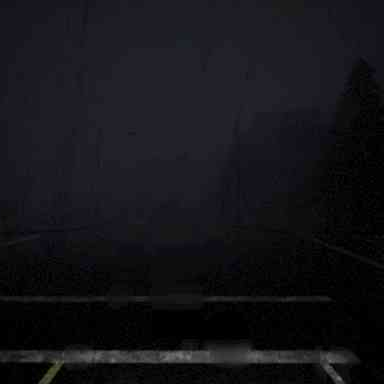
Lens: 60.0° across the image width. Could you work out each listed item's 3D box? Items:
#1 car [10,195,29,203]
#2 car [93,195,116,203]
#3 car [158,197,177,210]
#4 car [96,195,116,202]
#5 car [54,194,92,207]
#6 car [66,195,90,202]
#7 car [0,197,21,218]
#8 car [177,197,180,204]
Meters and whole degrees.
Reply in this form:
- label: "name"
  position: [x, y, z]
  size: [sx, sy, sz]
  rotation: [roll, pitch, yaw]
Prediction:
- label: "car"
  position: [-35.060, 1.288, 66.410]
  size: [4.605, 1.855, 1.932]
  rotation: [0, 0, 0]
- label: "car"
  position: [-17.675, 1.336, 63.275]
  size: [5.027, 1.636, 2.152]
  rotation: [0, 0, 0]
- label: "car"
  position: [-3.510, 1.686, 45.528]
  size: [2.033, 1.411, 5.357]
  rotation: [0, 0, 0]
- label: "car"
  position: [-18.000, 1.431, 69.693]
  size: [3.806, 1.475, 1.970]
  rotation: [0, 0, 0]
- label: "car"
  position: [-17.259, 1.238, 47.576]
  size: [4.605, 1.855, 1.932]
  rotation: [0, 0, 0]
- label: "car"
  position: [-25.050, 1.507, 73.353]
  size: [4.514, 1.523, 2.007]
  rotation: [0, 0, 0]
- label: "car"
  position: [-17.391, 1.466, 28.991]
  size: [3.633, 1.501, 1.845]
  rotation: [0, 0, 0]
- label: "car"
  position: [-3.511, 1.723, 70.070]
  size: [2.033, 1.411, 5.357]
  rotation: [0, 0, 0]
